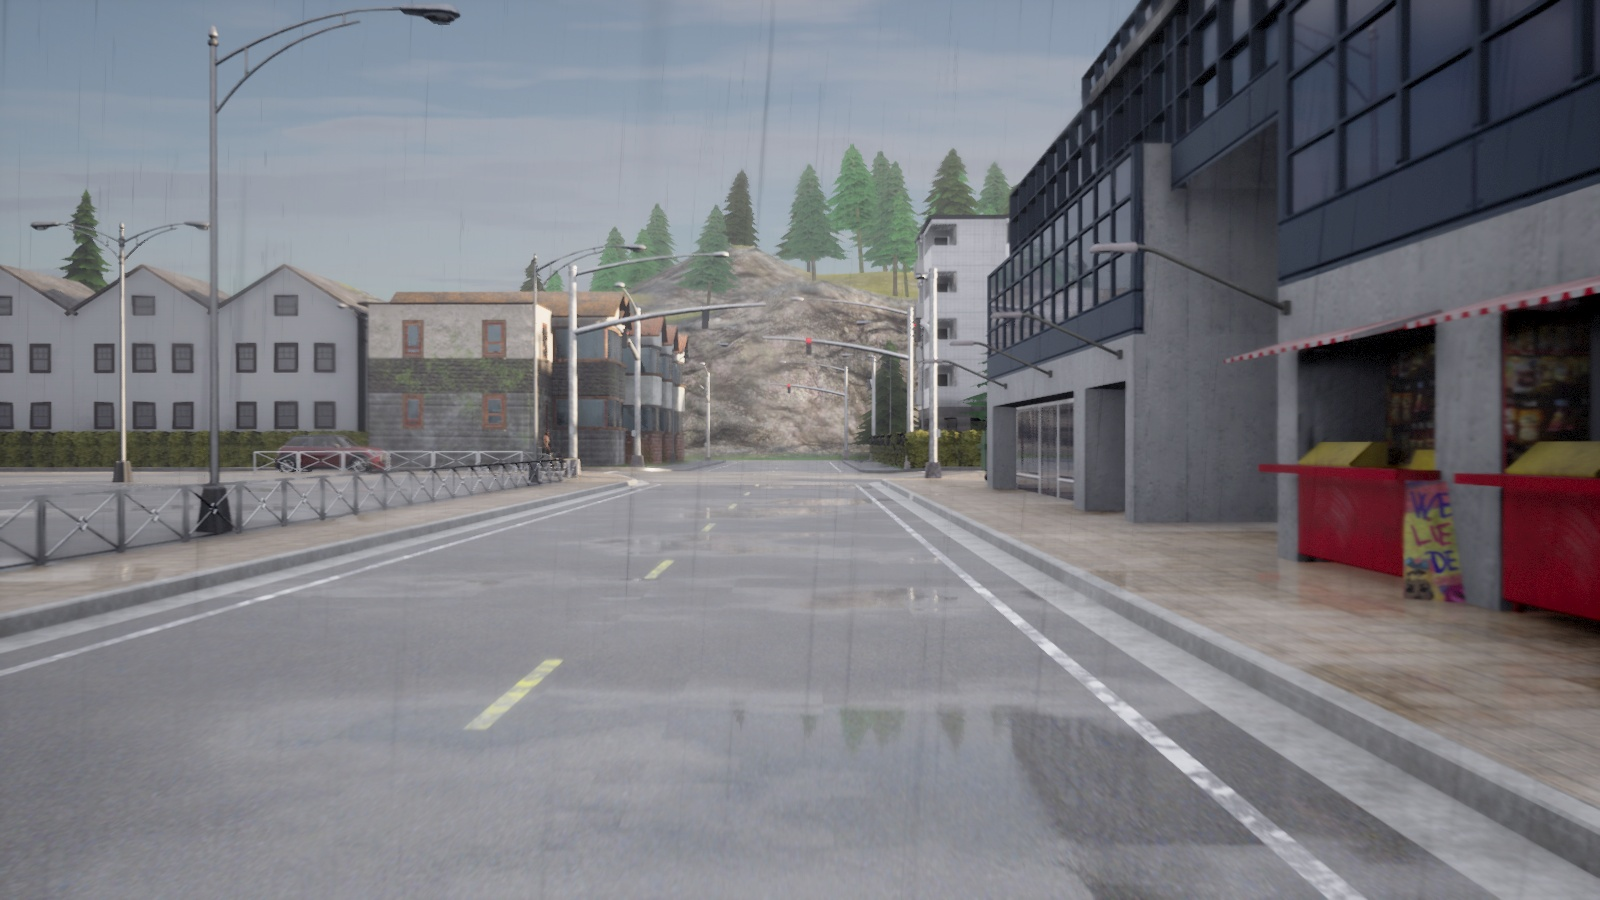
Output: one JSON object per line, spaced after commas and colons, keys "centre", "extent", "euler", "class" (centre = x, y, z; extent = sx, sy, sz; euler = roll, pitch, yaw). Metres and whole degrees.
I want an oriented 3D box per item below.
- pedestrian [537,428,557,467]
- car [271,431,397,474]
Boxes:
{"centre": [-12.026, -0.119, 59.704], "extent": [0.869, 1.805, 0.328], "euler": [0, 0, 24], "class": "pedestrian"}
{"centre": [-19.558, 0.115, 52.852], "extent": [4.553, 1.767, 2.097], "euler": [0, 0, 0], "class": "car"}
